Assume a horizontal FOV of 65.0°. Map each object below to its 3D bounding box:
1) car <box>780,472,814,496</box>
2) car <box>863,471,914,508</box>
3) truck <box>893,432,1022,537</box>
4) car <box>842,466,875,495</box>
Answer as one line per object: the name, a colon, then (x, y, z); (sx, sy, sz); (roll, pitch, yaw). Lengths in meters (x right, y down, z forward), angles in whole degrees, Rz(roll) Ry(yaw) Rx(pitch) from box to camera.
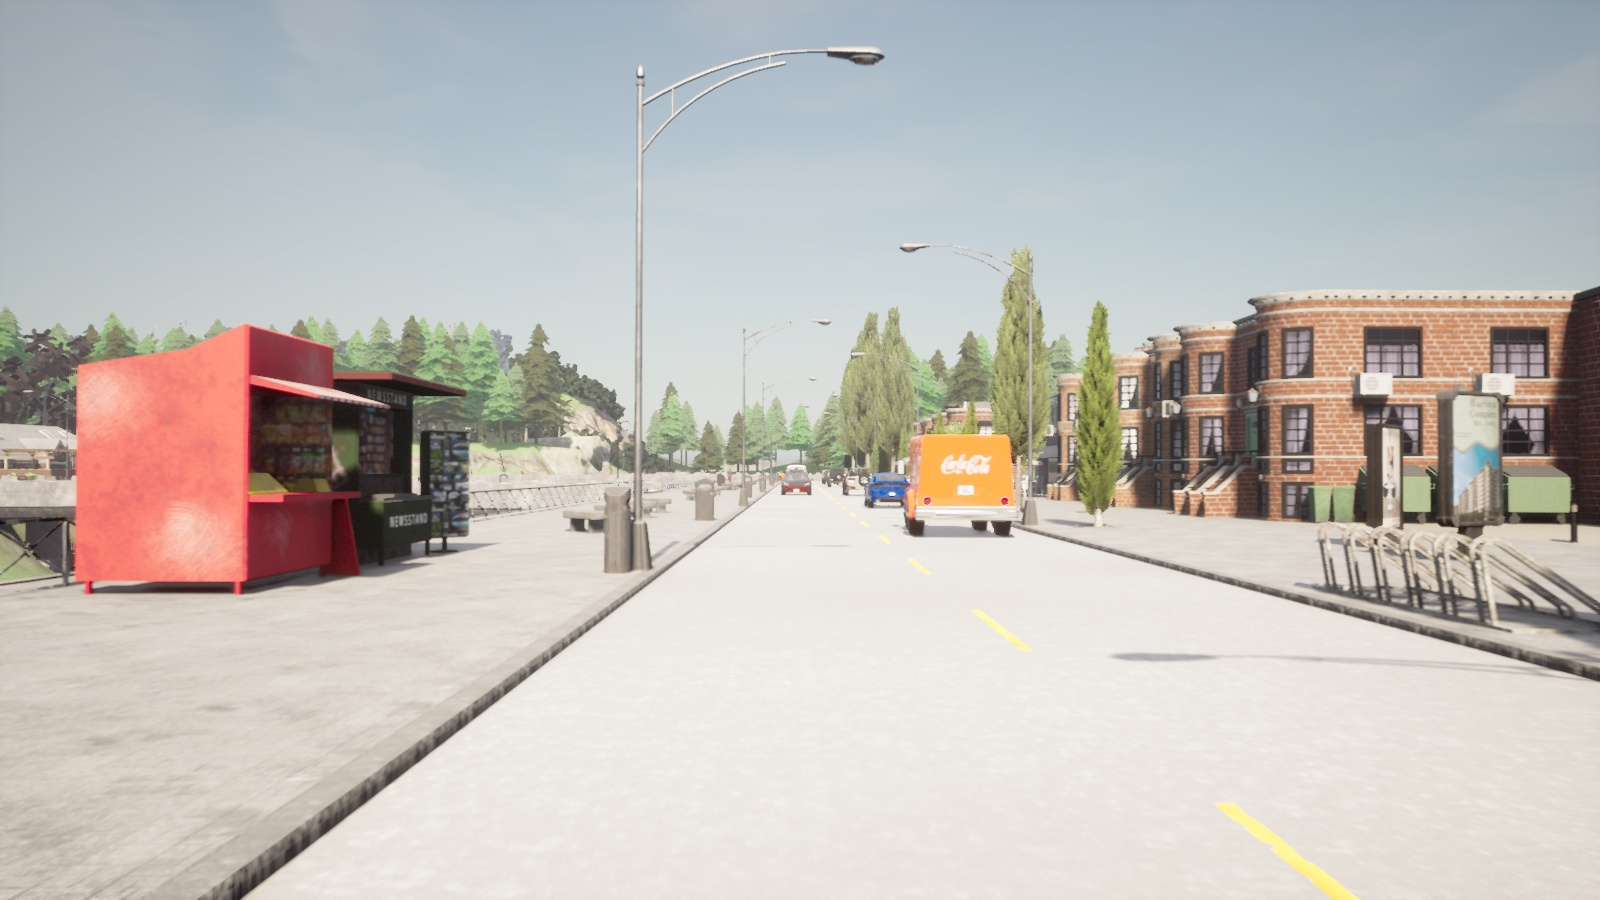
car: (-0.211, 2.181, 81.606); (2.163, 1.488, 4.792); (0, -1, 0)
car: (3.856, 1.702, 55.242); (1.882, 1.535, 5.008); (0, -1, 0)
truck: (3.913, 0.853, 32.278); (2.627, 2.467, 5.204); (0, -1, 0)
car: (3.787, 1.986, 81.827); (1.932, 1.855, 4.605); (0, -1, 0)
